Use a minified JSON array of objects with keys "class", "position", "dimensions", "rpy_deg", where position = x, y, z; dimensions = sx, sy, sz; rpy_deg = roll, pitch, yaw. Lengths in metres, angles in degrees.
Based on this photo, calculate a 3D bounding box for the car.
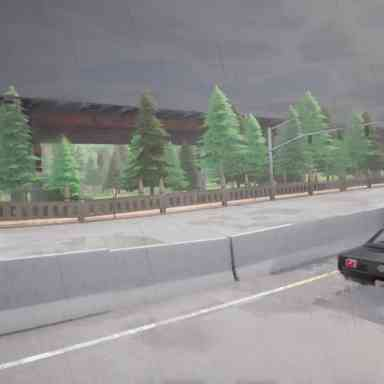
[{"class":"car","position":[5.481,1.417,7.686],"dimensions":[4.718,1.301,1.895],"rpy_deg":[-3,2,-36]}]
